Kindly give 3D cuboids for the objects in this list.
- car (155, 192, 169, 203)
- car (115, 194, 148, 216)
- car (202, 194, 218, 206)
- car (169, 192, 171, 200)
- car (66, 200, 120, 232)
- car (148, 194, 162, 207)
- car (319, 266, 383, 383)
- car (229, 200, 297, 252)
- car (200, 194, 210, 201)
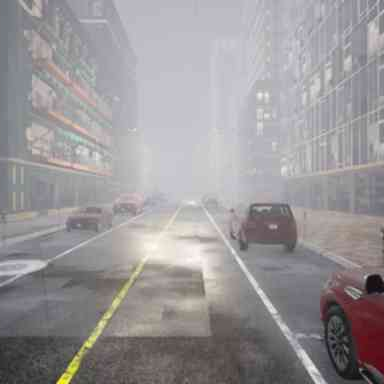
[{"bbox_3d":[-5.707,0.997,57.631,2.192,1.841,5.009,1,0,0],"label":"car"},{"bbox_3d":[-5.690,1.125,30.015,2.192,1.841,5.009,1,0,0],"label":"car"},{"bbox_3d":[2.680,1.313,46.588,1.802,1.307,4.206,1,0,0],"label":"car"},{"bbox_3d":[-5.712,0.975,63.153,2.192,1.841,5.009,1,0,0],"label":"car"},{"bbox_3d":[-5.688,1.418,18.970,1.887,1.381,4.507,1,0,0],"label":"car"},{"bbox_3d":[-5.700,1.296,46.586,1.947,1.339,4.313,1,0,0],"label":"car"},{"bbox_3d":[2.702,1.298,2.403,2.192,1.841,5.009,1,0,0],"label":"car"},{"bbox_3d":[2.697,1.223,13.449,2.192,1.841,5.009,1,0,0],"label":"car"},{"bbox_3d":[2.680,1.166,68.851,1.752,1.417,4.829,1,0,0],"label":"car"}]
